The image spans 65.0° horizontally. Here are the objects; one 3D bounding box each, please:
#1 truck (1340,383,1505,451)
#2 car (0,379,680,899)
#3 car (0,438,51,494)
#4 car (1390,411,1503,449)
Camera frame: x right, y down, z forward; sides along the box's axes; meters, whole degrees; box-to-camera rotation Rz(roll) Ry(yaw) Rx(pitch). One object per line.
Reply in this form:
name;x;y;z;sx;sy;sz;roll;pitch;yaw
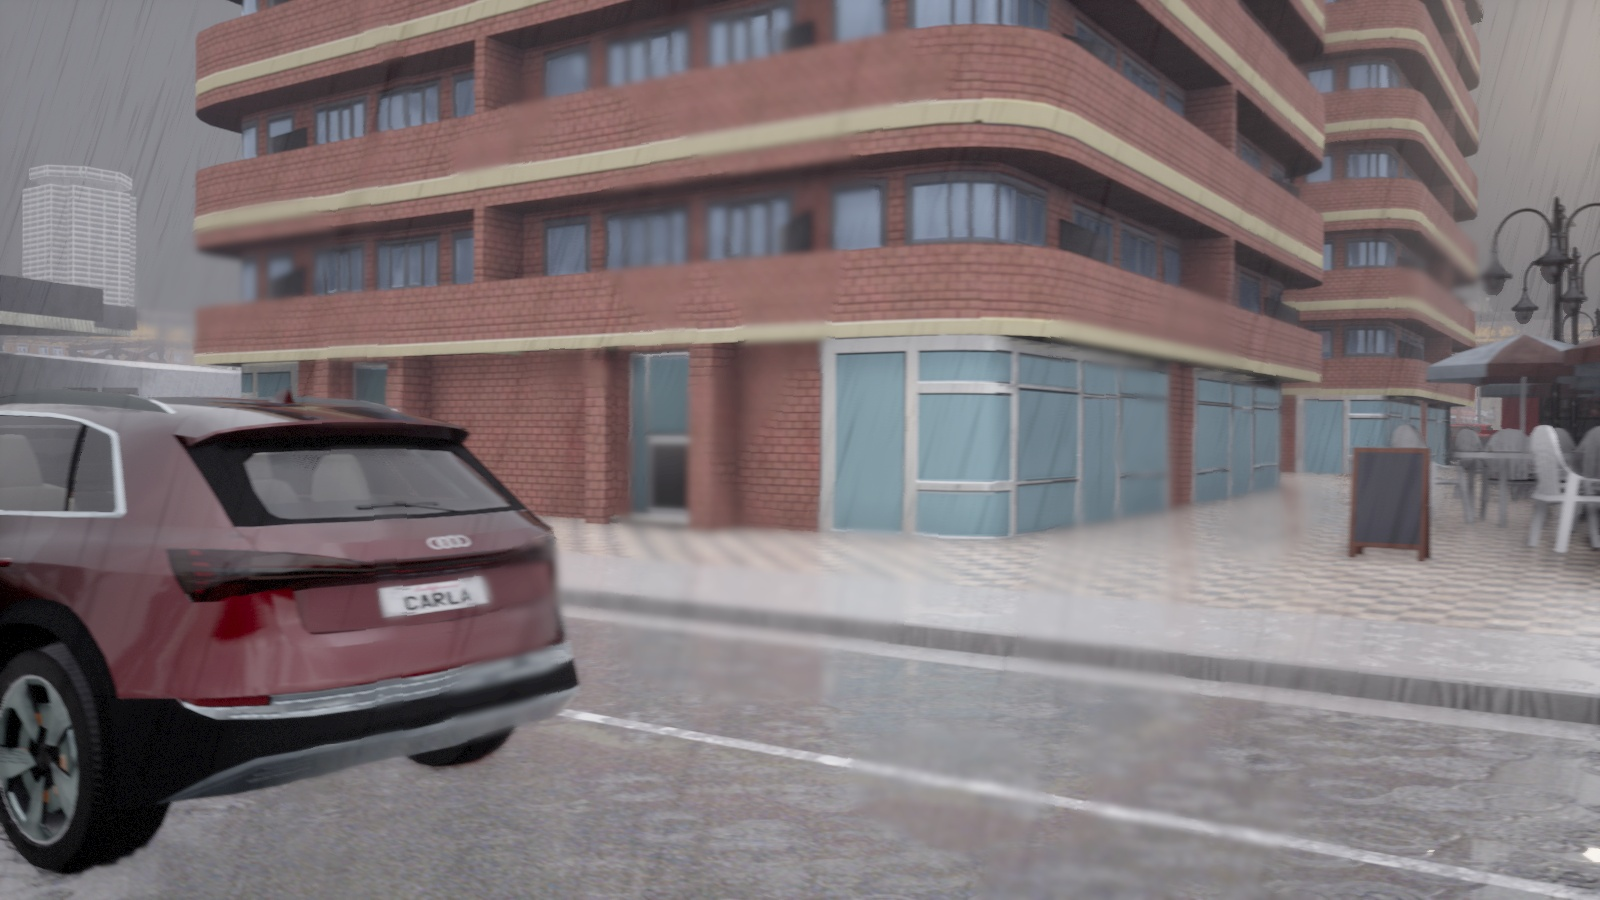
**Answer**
truck;34.814;-1.778;70.386;7.936;3.462;2.891;-1;0;34
car;-3.083;0.612;5.669;4.856;1.649;2.033;0;1;34
car;-23.334;0.458;33.905;1.882;1.535;5.008;0;1;32
car;37.465;-1.147;72.840;5.566;2.045;2.150;-1;0;34
